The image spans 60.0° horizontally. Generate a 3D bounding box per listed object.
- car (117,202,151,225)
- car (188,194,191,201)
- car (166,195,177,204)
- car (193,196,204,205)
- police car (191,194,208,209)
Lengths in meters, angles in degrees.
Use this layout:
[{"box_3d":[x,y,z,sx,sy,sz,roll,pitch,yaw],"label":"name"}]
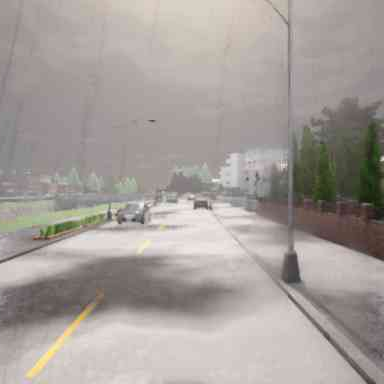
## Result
[{"box_3d":[-4.098,1.493,24.087,2.128,1.511,4.902,0,0,0],"label":"car"},{"box_3d":[0.001,1.443,79.963,1.994,1.385,4.181,0,0,0],"label":"car"},{"box_3d":[-4.012,1.350,65.963,2.097,1.767,4.553,0,0,0],"label":"car"},{"box_3d":[1.200,1.507,61.114,1.837,1.490,4.892,0,0,0],"label":"car"},{"box_3d":[1.200,1.427,45.224,1.930,1.638,5.238,0,0,0],"label":"police car"}]
